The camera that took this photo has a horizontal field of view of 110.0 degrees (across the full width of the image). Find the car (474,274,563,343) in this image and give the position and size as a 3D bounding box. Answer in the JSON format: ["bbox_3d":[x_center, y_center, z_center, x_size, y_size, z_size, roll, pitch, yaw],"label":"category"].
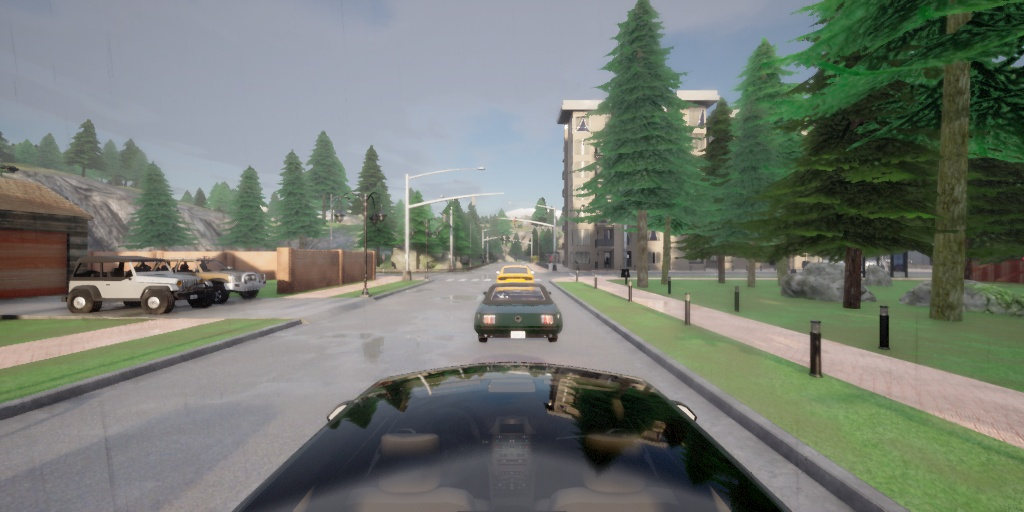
[{"bbox_3d":[0.146,1.351,9.683,1.895,1.301,4.718,0,0,0],"label":"car"}]

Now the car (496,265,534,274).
[{"bbox_3d":[0.175,1.228,19.022,1.882,1.535,5.008,0,0,0],"label":"car"}]
